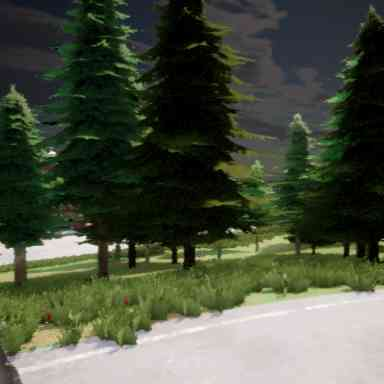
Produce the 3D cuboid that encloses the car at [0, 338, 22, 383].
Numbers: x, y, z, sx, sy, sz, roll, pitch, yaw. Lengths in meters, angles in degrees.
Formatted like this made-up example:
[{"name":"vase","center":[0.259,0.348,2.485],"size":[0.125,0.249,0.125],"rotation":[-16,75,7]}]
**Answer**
[{"name":"car","center":[-3.457,1.530,1.066],"size":[5.357,1.411,2.033],"rotation":[-1,1,-37]}]
